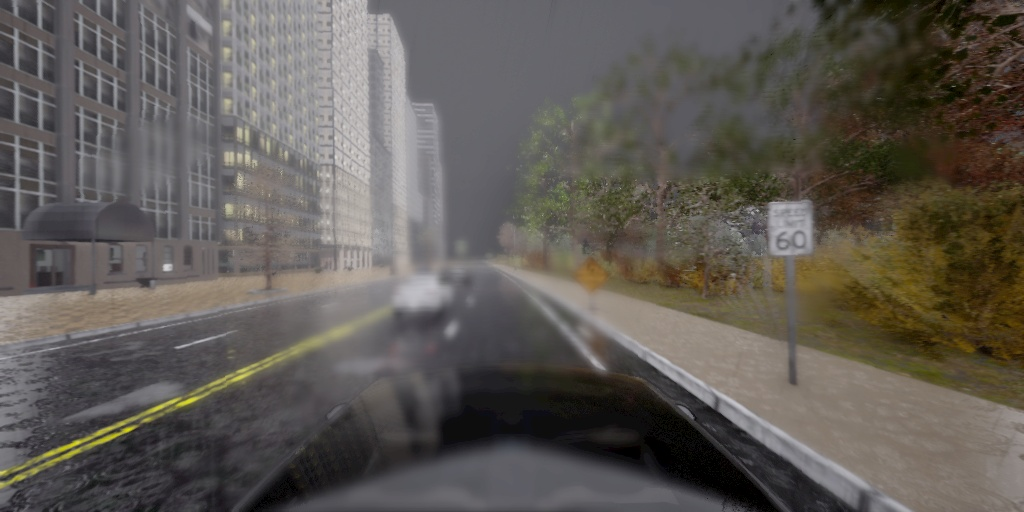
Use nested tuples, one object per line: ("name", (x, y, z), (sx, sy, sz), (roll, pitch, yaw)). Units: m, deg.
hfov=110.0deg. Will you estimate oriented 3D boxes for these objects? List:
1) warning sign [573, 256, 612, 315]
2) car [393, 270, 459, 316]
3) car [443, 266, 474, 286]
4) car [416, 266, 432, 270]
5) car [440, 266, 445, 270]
("warning sign", (2.686, 0.937, 11.898), (1.300, 1.860, 1.060), (0, 0, -2))
("car", (-3.493, 1.506, 14.705), (1.812, 1.442, 4.674), (-1, -1, -2))
("car", (-4.341, 1.710, 29.890), (1.812, 1.442, 4.674), (-1, -1, -4))
("car", (-12.674, 2.167, 51.729), (2.033, 1.411, 5.357), (-1, -1, -4))
("car", (-9.468, 2.128, 52.388), (1.994, 1.385, 4.181), (-1, -1, -4))
